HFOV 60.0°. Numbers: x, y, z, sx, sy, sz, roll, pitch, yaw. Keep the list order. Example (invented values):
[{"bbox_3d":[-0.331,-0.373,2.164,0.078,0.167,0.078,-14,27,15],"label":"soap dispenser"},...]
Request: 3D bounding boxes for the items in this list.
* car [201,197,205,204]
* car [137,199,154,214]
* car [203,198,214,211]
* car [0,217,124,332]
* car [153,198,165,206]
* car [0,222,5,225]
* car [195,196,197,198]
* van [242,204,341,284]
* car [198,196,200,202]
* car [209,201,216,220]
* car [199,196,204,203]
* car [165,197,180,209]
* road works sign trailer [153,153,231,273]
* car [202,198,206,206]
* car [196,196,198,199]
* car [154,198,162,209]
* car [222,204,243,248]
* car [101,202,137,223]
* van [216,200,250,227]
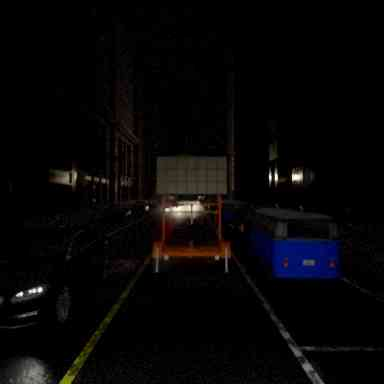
[{"bbox_3d":[2.645,1.776,48.824,1.887,1.381,4.507,1,0,0],"label":"car"},{"bbox_3d":[-5.874,1.734,37.565,2.008,1.369,4.403,1,0,0],"label":"car"},{"bbox_3d":[2.652,1.734,37.576,2.008,1.369,4.403,1,0,0],"label":"car"},{"bbox_3d":[-3.105,1.530,7.204,2.128,1.511,4.902,0,0,0],"label":"car"},{"bbox_3d":[-5.889,1.858,60.063,1.802,1.307,4.206,1,0,0],"label":"car"},{"bbox_3d":[-5.856,1.595,9.443,1.887,1.381,4.507,1,0,0],"label":"car"},{"bbox_3d":[2.620,1.814,88.199,1.967,1.590,4.097,1,0,0],"label":"car"},{"bbox_3d":[2.672,1.391,9.453,1.690,1.788,3.998,1,0,0],"label":"van"},{"bbox_3d":[2.637,1.820,60.074,1.887,1.381,4.507,1,0,0],"label":"car"},{"bbox_3d":[2.659,1.683,26.327,2.008,1.369,4.403,1,0,0],"label":"car"},{"bbox_3d":[2.641,1.799,54.450,1.887,1.381,4.507,1,0,0],"label":"car"},{"bbox_3d":[-3.123,1.802,50.353,1.994,1.385,4.181,0,0,0],"label":"car"},{"bbox_3d":[-0.007,0.522,10.916,2.380,3.560,2.880,0,0,0],"label":"road works sign trailer"},{"bbox_3d":[2.648,1.752,43.201,1.887,1.381,4.507,1,0,0],"label":"car"},{"bbox_3d":[2.623,1.900,82.573,1.887,1.381,4.507,1,0,0],"label":"car"},{"bbox_3d":[-5.881,1.756,48.644,1.752,1.417,4.829,1,0,0],"label":"car"},{"bbox_3d":[2.667,1.519,15.077,1.967,1.590,4.097,1,0,0],"label":"car"},{"bbox_3d":[-5.866,1.677,26.317,1.887,1.381,4.507,1,0,0],"label":"car"},{"bbox_3d":[2.665,1.447,20.703,1.690,1.788,3.998,1,0,0],"label":"van"}]
